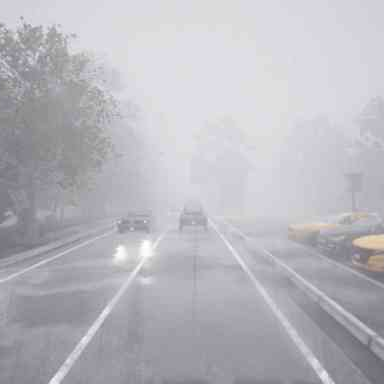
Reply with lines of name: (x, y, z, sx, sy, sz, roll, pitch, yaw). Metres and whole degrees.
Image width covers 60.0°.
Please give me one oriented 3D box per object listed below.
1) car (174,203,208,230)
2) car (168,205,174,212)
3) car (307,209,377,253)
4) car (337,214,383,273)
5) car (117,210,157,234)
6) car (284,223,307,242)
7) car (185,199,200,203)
car: (0.089, 1.721, 22.850, 2.128, 1.511, 4.902, 0, -1, 0)
car: (-3.306, 3.084, 61.527, 1.895, 1.301, 4.718, 0, -2, 1)
car: (7.083, 1.532, 12.022, 4.892, 1.521, 2.231, 0, 0, 0)
car: (7.084, 1.511, 9.250, 5.008, 1.535, 2.097, 0, 0, 0)
car: (-3.359, 1.793, 20.863, 1.895, 1.301, 4.718, 0, -1, 0)
car: (6.893, 1.556, 14.790, 5.366, 1.575, 1.946, 0, 0, 0)
car: (0.083, 1.911, 40.561, 2.150, 2.045, 5.566, 0, -2, 0)
